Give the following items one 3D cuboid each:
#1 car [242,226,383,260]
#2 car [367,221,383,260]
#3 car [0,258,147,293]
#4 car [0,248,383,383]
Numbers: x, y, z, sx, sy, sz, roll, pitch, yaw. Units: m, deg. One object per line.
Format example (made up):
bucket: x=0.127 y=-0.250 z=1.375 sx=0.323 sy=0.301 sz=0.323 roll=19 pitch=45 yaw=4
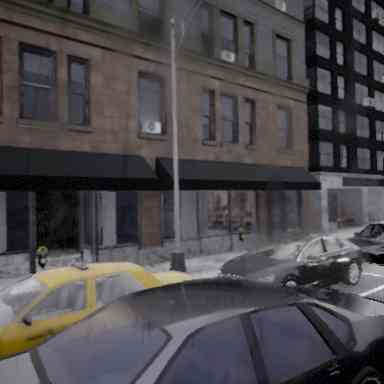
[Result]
car: x=2.558 y=1.704 z=8.199 sx=4.403 sy=1.369 sz=2.008 roll=0 pitch=-2 yaw=-37
car: x=6.859 y=1.700 z=11.485 sx=4.313 sy=1.339 sz=1.947 roll=0 pitch=-2 yaw=-37
car: x=-1.877 y=1.697 z=4.808 sx=4.829 sy=1.417 sz=1.752 roll=0 pitch=-2 yaw=-37
car: x=-0.014 y=1.633 z=3.014 sx=5.357 sy=1.411 sz=2.033 roll=0 pitch=-2 yaw=-34
